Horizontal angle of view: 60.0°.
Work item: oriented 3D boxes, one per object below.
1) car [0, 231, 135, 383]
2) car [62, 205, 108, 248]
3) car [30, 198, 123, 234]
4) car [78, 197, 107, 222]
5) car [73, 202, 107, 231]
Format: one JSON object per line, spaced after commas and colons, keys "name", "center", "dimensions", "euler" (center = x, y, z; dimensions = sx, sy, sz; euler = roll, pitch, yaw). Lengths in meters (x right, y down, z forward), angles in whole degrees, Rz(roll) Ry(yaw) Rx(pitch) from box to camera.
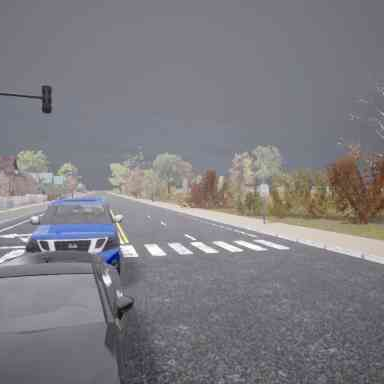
{"name": "car", "center": [-1.708, 1.524, 3.883], "dimensions": [1.812, 1.442, 4.674], "euler": [0, 0, -13]}
{"name": "car", "center": [-5.035, 1.498, 16.036], "dimensions": [1.837, 1.490, 4.892], "euler": [0, 0, -15]}
{"name": "car", "center": [-3.362, 1.218, 9.968], "dimensions": [2.150, 2.045, 5.566], "euler": [0, 0, -15]}
{"name": "car", "center": [-8.192, 1.337, 27.507], "dimensions": [2.097, 1.767, 4.553], "euler": [0, 0, -15]}
{"name": "car", "center": [-6.617, 1.467, 21.778], "dimensions": [1.882, 1.535, 5.008], "euler": [0, 0, -16]}
